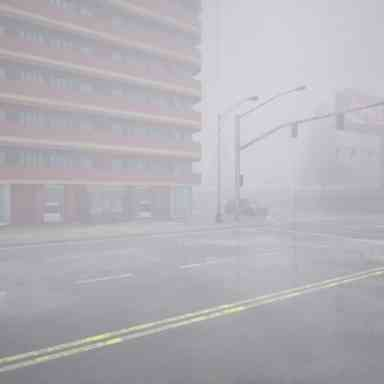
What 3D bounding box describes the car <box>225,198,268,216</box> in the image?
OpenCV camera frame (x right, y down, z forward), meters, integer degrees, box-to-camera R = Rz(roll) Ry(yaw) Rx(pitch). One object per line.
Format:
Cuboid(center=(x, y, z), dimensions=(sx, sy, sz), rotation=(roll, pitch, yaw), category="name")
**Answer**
Cuboid(center=(5.272, 1.352, 32.413), dimensions=(2.097, 1.767, 4.553), rotation=(0, 0, -34), category="car")
